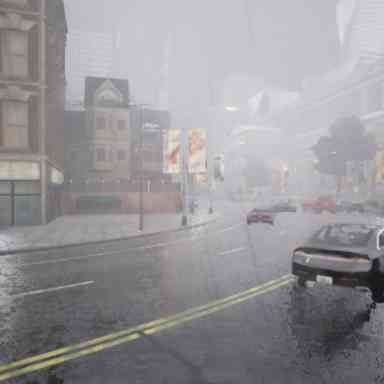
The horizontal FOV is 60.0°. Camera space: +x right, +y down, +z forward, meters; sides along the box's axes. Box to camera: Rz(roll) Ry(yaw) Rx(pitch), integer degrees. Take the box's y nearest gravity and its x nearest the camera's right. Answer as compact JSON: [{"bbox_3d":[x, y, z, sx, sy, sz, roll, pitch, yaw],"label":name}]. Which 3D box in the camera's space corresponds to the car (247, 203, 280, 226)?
[{"bbox_3d":[5.316,1.768,24.959,1.895,1.301,4.718,0,0,17],"label":"car"}]

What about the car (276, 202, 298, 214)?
[{"bbox_3d":[10.754,1.845,38.978,1.895,1.301,4.718,0,0,-2],"label":"car"}]

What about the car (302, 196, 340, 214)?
[{"bbox_3d":[14.455,1.439,38.243,2.150,2.045,5.566,0,0,0],"label":"car"}]

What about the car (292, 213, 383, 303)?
[{"bbox_3d":[4.242,1.536,8.448,2.128,1.511,4.902,-1,0,41],"label":"car"}]

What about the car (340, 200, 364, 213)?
[{"bbox_3d":[17.853,1.702,38.178,1.837,1.490,4.892,0,0,1],"label":"car"}]
